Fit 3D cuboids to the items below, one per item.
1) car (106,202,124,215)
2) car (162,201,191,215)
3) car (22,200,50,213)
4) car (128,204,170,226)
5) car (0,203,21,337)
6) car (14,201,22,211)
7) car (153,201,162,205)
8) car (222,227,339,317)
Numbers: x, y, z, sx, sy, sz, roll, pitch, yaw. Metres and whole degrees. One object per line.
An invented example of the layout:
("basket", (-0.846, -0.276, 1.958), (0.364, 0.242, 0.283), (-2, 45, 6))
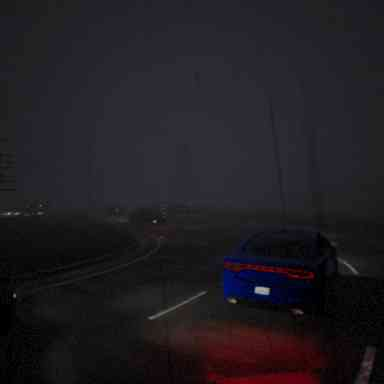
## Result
("car", (-9.605, 2.033, 41.693), (1.812, 1.442, 4.674), (0, -1, -18))
("car", (-1.698, 2.047, 40.181), (2.033, 1.411, 5.357), (0, -1, -20))
("car", (-21.361, 1.901, 46.253), (2.097, 1.767, 4.553), (0, -1, -6))
("car", (-3.688, 1.930, 26.620), (1.895, 1.301, 4.718), (0, -1, -25))
("car", (-5.249, 1.267, 3.975), (5.566, 2.045, 2.150), (0, 0, -29))
("car", (-25.183, 2.068, 48.867), (2.128, 1.511, 4.902), (0, -1, -7))
("car", (-4.739, 2.116, 49.462), (1.837, 1.490, 4.892), (0, -1, -17))
("car", (2.326, 1.582, 7.940), (1.882, 1.535, 5.008), (0, 0, 27))
